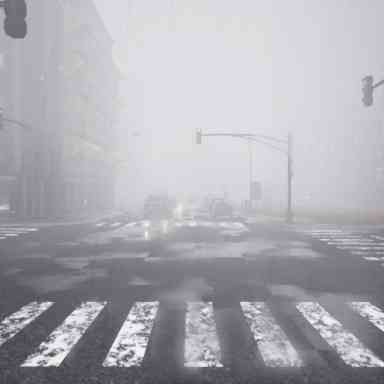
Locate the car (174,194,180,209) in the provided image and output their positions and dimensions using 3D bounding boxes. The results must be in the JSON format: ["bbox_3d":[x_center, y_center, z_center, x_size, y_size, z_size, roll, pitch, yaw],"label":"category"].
[{"bbox_3d":[-3.052,1.434,45.637,1.882,1.535,5.008,0,0,0],"label":"car"}]

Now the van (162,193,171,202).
[{"bbox_3d":[-5.639,1.242,75.094,1.690,1.788,3.998,-1,0,0],"label":"van"}]

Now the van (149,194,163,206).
[{"bbox_3d":[-5.659,1.286,52.508,1.690,1.788,3.998,-1,0,0],"label":"van"}]

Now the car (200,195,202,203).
[{"bbox_3d":[2.692,1.490,52.535,1.887,1.381,4.507,-1,0,0],"label":"car"}]

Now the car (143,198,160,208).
[{"bbox_3d":[-5.660,1.520,46.863,1.947,1.339,4.313,-1,0,0],"label":"car"}]

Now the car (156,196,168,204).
[{"bbox_3d":[-5.646,1.470,63.800,1.887,1.381,4.507,-1,0,0],"label":"car"}]

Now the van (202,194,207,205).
[{"bbox_3d":[2.684,1.295,46.889,1.690,1.788,3.998,-1,0,0],"label":"van"}]

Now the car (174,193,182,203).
[{"bbox_3d":[-2.944,1.470,65.043,2.033,1.411,5.357,0,0,0],"label":"car"}]

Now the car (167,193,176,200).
[{"bbox_3d":[-5.624,1.173,92.032,2.192,1.841,5.009,-1,0,0],"label":"car"}]

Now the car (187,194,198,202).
[{"bbox_3d":[0.090,1.264,70.979,2.097,1.767,4.553,0,0,0],"label":"car"}]

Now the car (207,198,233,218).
[{"bbox_3d":[2.673,1.522,29.951,1.887,1.381,4.507,-1,0,0],"label":"car"}]

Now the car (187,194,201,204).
[{"bbox_3d":[0.154,1.479,60.352,2.033,1.411,5.357,0,0,0],"label":"car"}]

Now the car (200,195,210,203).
[{"bbox_3d":[2.711,1.353,69.472,1.967,1.590,4.097,-1,0,0],"label":"car"}]

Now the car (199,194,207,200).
[{"bbox_3d":[2.756,1.313,86.409,1.967,1.590,4.097,-1,0,0],"label":"car"}]

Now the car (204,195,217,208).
[{"bbox_3d":[2.676,1.410,35.597,1.967,1.590,4.097,-1,0,0],"label":"car"}]

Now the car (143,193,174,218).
[{"bbox_3d":[-3.065,1.193,30.407,2.150,2.045,5.566,0,1,0],"label":"car"}]
